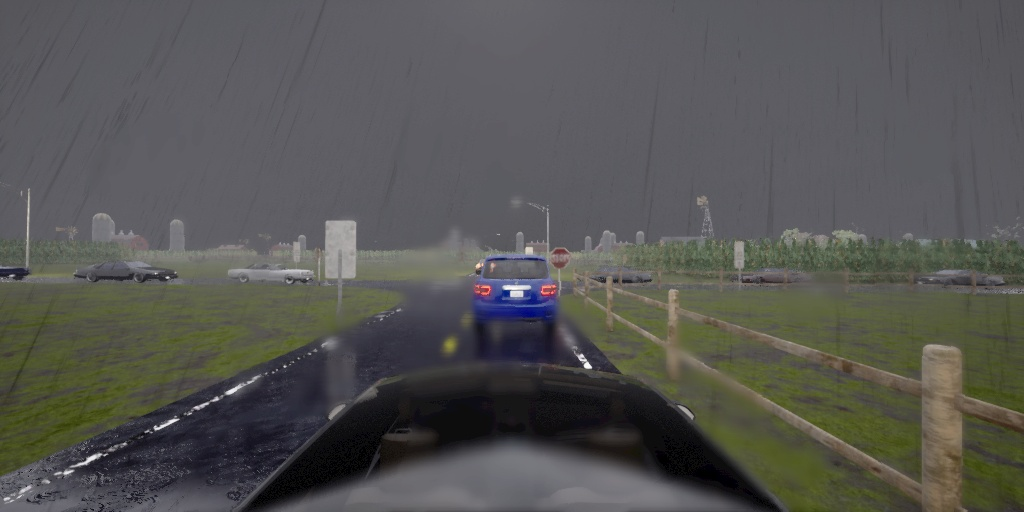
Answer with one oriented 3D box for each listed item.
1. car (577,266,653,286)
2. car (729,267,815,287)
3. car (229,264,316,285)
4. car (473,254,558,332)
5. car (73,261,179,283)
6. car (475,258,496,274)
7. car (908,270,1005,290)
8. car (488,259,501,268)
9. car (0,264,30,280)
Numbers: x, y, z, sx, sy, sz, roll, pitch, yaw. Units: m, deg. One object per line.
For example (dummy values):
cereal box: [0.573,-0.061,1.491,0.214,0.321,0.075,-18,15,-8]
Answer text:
car: [7.421,1.412,26.253,5.357,1.411,2.033,1,-1,-6]
car: [19.212,1.554,26.631,5.357,1.411,2.033,1,-1,0]
car: [-15.714,1.171,23.733,4.718,1.301,1.895,1,-1,0]
car: [0.057,0.973,11.010,2.150,2.045,5.566,0,0,-1]
car: [-25.476,1.015,23.743,5.357,1.411,2.033,1,-1,0]
car: [-2.925,1.090,40.656,2.097,1.767,4.553,0,0,0]
car: [32.926,1.720,26.613,5.357,1.411,2.033,1,-1,0]
car: [-2.954,1.264,61.219,2.033,1.411,5.357,0,0,0]
car: [-35.320,0.968,23.768,4.718,1.301,1.895,1,-1,0]
